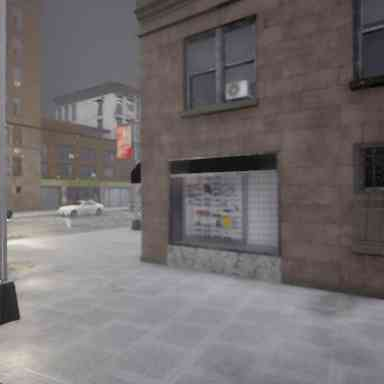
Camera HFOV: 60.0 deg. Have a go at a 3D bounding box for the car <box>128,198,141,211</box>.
[{"bbox_3d":[-5.404,1.375,39.514,2.097,1.767,4.553,0,0,35],"label":"car"}]

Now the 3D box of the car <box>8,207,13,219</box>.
[{"bbox_3d":[-15.917,1.590,24.542,1.837,1.490,4.892,0,0,36],"label":"car"}]

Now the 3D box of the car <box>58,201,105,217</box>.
[{"bbox_3d":[-10.601,1.579,32.127,1.812,1.442,4.674,0,0,35],"label":"car"}]
